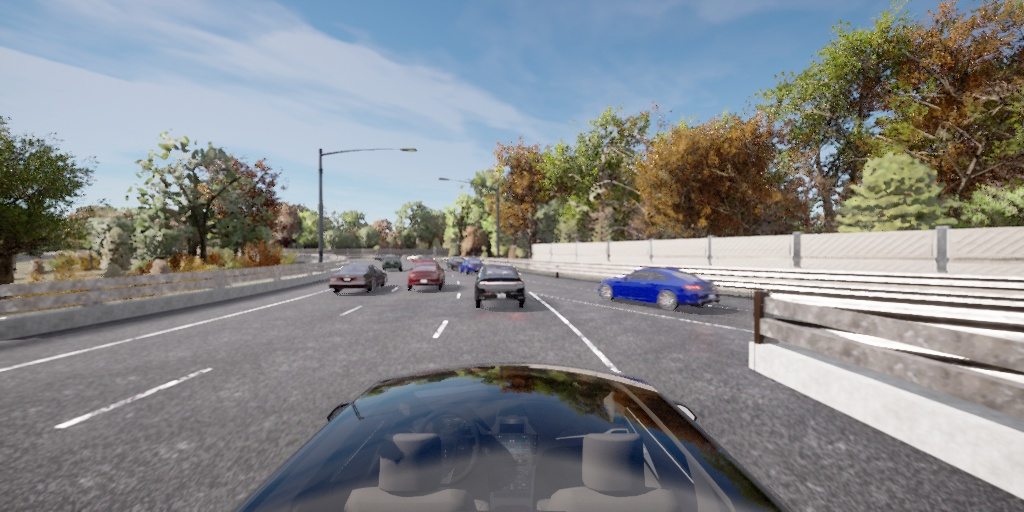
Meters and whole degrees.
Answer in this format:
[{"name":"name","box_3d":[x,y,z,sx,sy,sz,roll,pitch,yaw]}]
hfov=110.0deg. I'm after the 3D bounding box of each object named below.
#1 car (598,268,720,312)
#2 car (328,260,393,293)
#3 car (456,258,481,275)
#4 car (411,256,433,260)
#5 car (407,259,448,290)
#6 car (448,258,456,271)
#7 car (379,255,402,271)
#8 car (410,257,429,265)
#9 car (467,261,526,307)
[{"name":"car","box_3d":[5.407,1.163,13.769,1.812,1.442,4.674,0,0,-31]},{"name":"car","box_3d":[-8.146,1.131,19.381,2.033,1.411,5.357,0,1,-8]},{"name":"car","box_3d":[-3.704,0.978,33.524,1.812,1.442,4.674,0,0,-19]},{"name":"car","box_3d":[-9.757,0.743,40.119,2.097,1.767,4.553,0,1,-19]},{"name":"car","box_3d":[-4.848,1.099,20.561,1.812,1.442,4.674,0,0,-8]},{"name":"car","box_3d":[-6.395,0.907,41.141,1.812,1.442,4.674,0,1,-19]},{"name":"car","box_3d":[-13.617,0.739,40.517,2.097,1.767,4.553,0,1,-20]},{"name":"car","box_3d":[-15.970,0.790,61.746,1.895,1.301,4.718,0,1,-31]},{"name":"car","box_3d":[-0.584,1.120,14.586,2.128,1.511,4.902,0,0,-5]}]
